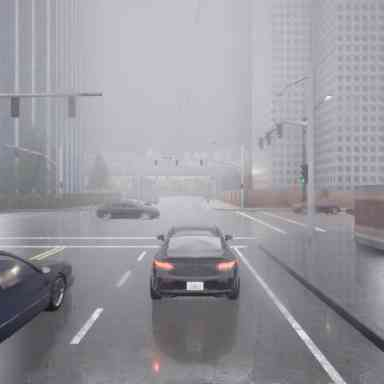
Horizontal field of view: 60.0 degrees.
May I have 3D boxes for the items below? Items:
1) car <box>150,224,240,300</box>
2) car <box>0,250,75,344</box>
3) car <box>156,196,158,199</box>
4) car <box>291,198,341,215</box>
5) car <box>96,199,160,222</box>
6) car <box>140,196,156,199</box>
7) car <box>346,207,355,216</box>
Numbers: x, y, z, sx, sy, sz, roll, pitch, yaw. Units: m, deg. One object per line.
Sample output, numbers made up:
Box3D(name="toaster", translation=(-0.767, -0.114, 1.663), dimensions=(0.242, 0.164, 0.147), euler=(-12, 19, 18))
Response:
Box3D(name="car", translation=(0.069, 1.526, 8.286), dimensions=(1.812, 1.442, 4.674), euler=(0, 0, 0))
Box3D(name="car", translation=(-3.446, 1.547, 4.690), dimensions=(2.033, 1.411, 5.357), euler=(0, 0, 0))
Box3D(name="car", translation=(-7.132, 1.491, 60.301), dimensions=(2.128, 1.511, 4.902), euler=(0, 0, 0))
Box3D(name="car", translation=(12.378, 1.352, 33.492), dimensions=(4.553, 1.767, 2.097), euler=(0, 0, 0))
Box3D(name="car", translation=(-4.974, 1.505, 26.112), dimensions=(4.892, 1.490, 1.837), euler=(0, 0, -1))
Box3D(name="car", translation=(-7.147, 1.491, 50.240), dimensions=(2.128, 1.511, 4.902), euler=(0, 0, 0))
Box3D(name="car", translation=(16.852, 1.547, 29.974), dimensions=(5.357, 1.411, 2.033), euler=(0, 0, 0))
